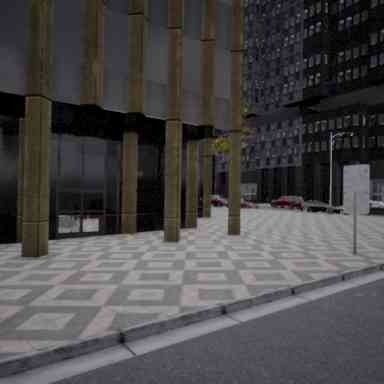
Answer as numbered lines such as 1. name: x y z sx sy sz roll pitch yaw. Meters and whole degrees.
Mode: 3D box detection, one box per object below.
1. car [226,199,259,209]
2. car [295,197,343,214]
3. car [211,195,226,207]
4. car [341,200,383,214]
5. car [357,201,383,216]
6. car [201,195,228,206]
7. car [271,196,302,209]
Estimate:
1. car: 6.731 1.557 42.793 1.802 1.307 4.206 1 -1 -35
2. car: 13.116 1.527 33.803 1.947 1.339 4.313 1 -1 -35
3. car: 3.543 1.298 47.291 2.192 1.841 5.009 1 -1 -35
4. car: 20.060 1.692 38.746 2.008 1.369 4.403 1 -1 -35
5. car: 16.308 1.505 29.309 2.008 1.369 4.403 1 -1 -35
6. car: 4.104 1.495 61.221 2.192 1.841 5.009 1 -1 -35
7. car: 13.680 1.471 47.737 2.192 1.841 5.009 1 -1 -35
